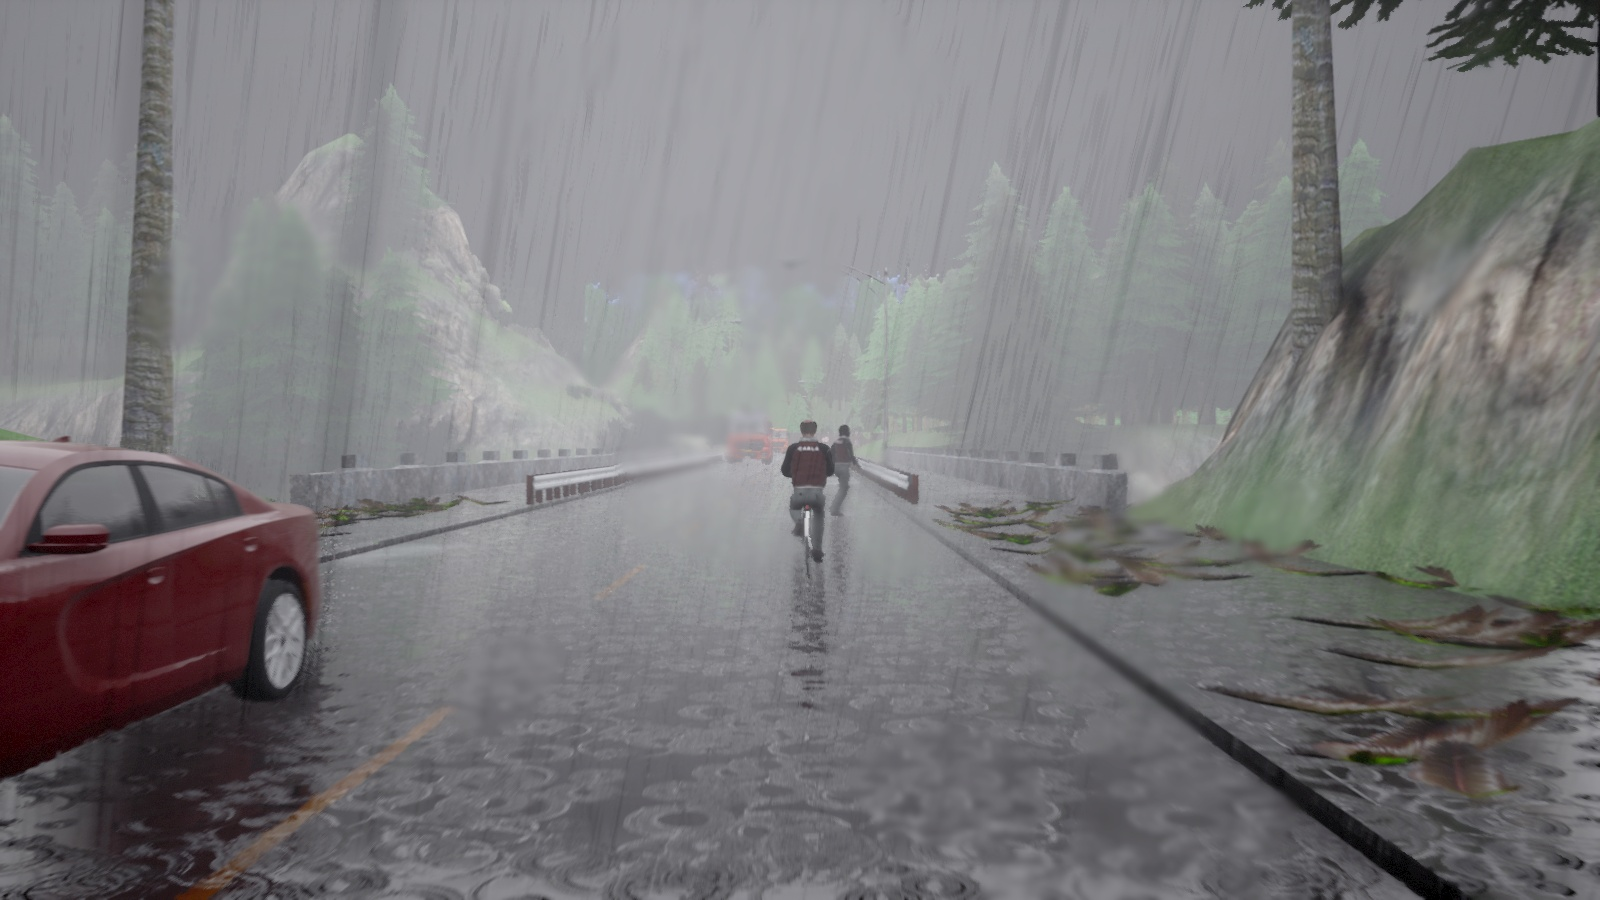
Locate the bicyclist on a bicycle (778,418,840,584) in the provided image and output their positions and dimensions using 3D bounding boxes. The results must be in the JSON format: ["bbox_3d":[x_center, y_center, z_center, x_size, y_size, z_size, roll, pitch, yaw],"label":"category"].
[{"bbox_3d":[0.098,0.537,14.307,0.659,1.776,1.843,0,1,0],"label":"bicyclist on a bicycle"}]

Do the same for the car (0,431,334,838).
[{"bbox_3d":[-3.953,0.689,5.578,1.882,1.535,5.008,0,0,0],"label":"car"}]

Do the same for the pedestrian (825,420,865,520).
[{"bbox_3d":[0.870,0.384,24.479,0.666,1.930,0.402,0,0,-27],"label":"pedestrian"}]

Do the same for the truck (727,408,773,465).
[{"bbox_3d":[-3.468,-0.925,89.433,2.891,3.827,8.468,0,0,0],"label":"truck"}]
